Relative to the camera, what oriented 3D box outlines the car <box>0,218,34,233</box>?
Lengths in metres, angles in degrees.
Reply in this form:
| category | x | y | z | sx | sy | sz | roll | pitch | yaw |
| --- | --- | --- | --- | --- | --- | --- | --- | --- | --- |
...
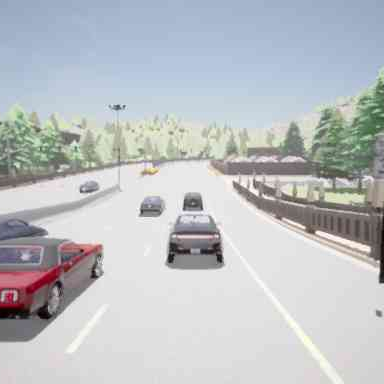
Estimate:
| category | x | y | z | sx | sy | sz | roll | pitch | yaw |
| --- | --- | --- | --- | --- | --- | --- | --- | --- | --- |
| car | -6.896 | 1.643 | 12.101 | 1.994 | 1.385 | 4.181 | 0 | 0 | 0 |

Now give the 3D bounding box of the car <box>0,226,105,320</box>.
| category | x | y | z | sx | sy | sz | roll | pitch | yaw |
| --- | --- | --- | --- | --- | --- | --- | --- | --- | --- |
| car | -3.397 | 1.655 | 7.390 | 1.895 | 1.301 | 4.718 | 0 | 0 | 0 |

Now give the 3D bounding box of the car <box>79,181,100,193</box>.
| category | x | y | z | sx | sy | sz | roll | pitch | yaw |
| --- | --- | --- | --- | --- | --- | --- | --- | --- | --- |
| car | -14.064 | -0.747 | 45.712 | 2.128 | 1.511 | 4.902 | 0 | 7 | -1 |

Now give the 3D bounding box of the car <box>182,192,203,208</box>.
| category | x | y | z | sx | sy | sz | roll | pitch | yaw |
| --- | --- | --- | --- | --- | --- | --- | --- | --- | --- |
| car | 0.086 | 0.704 | 32.243 | 1.882 | 1.535 | 5.008 | 0 | 5 | 0 |

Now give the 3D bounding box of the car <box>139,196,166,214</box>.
| category | x | y | z | sx | sy | sz | roll | pitch | yaw |
| --- | --- | --- | --- | --- | --- | --- | --- | --- | --- |
| car | -3.400 | 1.021 | 29.092 | 2.033 | 1.411 | 5.357 | 0 | 4 | 0 |

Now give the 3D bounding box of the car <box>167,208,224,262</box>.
| category | x | y | z | sx | sy | sz | roll | pitch | yaw |
| --- | --- | --- | --- | --- | --- | --- | --- | --- | --- |
| car | 0.104 | 1.568 | 12.450 | 2.128 | 1.511 | 4.902 | 0 | 0 | 0 |
